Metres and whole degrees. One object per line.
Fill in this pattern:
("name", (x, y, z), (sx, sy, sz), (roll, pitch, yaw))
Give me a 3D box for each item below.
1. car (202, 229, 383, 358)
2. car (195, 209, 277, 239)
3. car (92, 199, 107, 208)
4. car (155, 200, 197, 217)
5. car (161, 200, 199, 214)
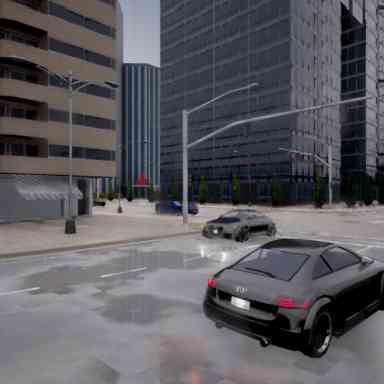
("car", (2.163, 1.564, 6.140), (4.181, 1.385, 1.994), (0, 0, -43))
("car", (2.403, 1.563, 16.218), (1.994, 1.385, 4.181), (0, 0, 42))
("car", (-14.946, 1.656, 50.692), (4.718, 1.301, 1.895), (0, 0, 45))
("car", (-1.573, 1.533, 32.649), (5.008, 1.535, 1.882), (1, 1, 44))
("car", (-1.393, 1.619, 37.375), (4.181, 1.385, 1.994), (0, 0, 44))
